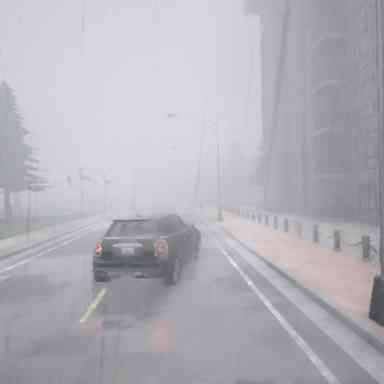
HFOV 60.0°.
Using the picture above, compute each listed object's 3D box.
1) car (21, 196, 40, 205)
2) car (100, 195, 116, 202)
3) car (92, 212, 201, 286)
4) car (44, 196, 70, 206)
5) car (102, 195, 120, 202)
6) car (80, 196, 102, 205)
[{"bbox_3d":[-40.220,2.372,81.898,3.633,1.501,1.845,-1,0,-3],"label":"car"},{"bbox_3d":[-22.475,1.746,89.398,3.866,1.878,1.905,-1,0,-3],"label":"car"},{"bbox_3d":[-1.081,1.385,9.848,2.097,1.767,4.553,-2,0,11],"label":"car"},{"bbox_3d":[-28.590,2.158,70.525,3.806,1.475,1.970,-1,0,-3],"label":"car"},{"bbox_3d":[-21.904,1.749,86.519,4.605,1.855,1.932,-1,0,-3],"label":"car"},{"bbox_3d":[-21.019,1.974,67.955,3.633,1.501,1.845,-1,0,-3],"label":"car"}]
